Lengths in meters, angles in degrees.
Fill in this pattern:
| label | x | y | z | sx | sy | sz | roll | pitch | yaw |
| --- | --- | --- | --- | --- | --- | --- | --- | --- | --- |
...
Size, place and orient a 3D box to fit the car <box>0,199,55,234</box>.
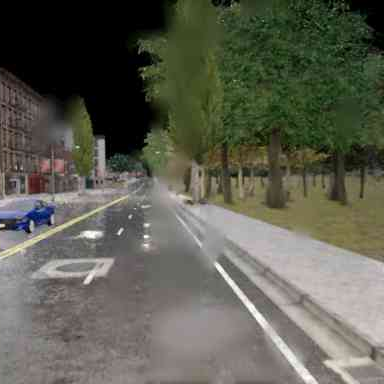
| label | x | y | z | sx | sy | sz | roll | pitch | yaw |
| --- | --- | --- | --- | --- | --- | --- | --- | --- | --- |
| car | -8.506 | 1.131 | 16.926 | 1.882 | 1.535 | 5.008 | -1 | 1 | -6 |
